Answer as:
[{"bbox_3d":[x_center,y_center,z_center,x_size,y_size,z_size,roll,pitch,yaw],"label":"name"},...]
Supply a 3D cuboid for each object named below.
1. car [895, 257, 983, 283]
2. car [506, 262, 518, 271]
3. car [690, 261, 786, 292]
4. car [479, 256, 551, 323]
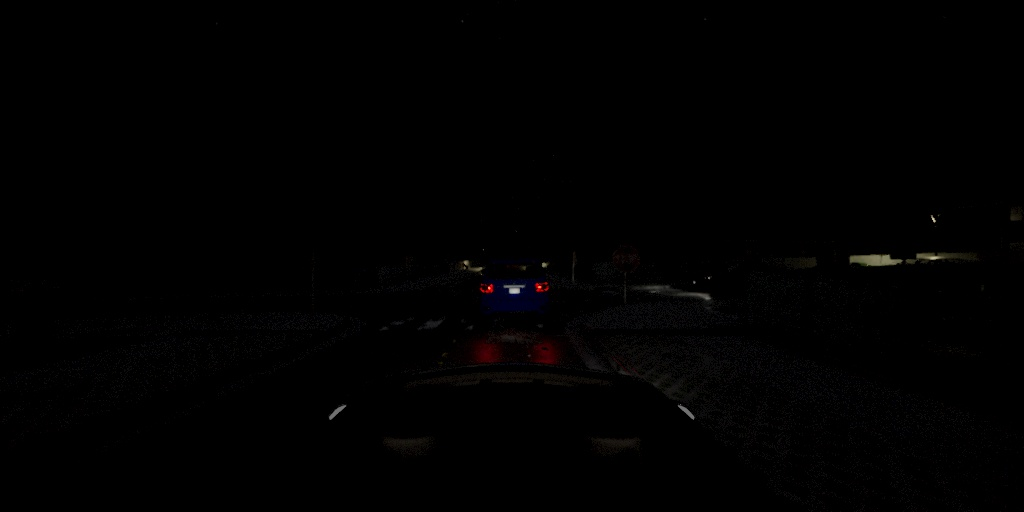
[{"bbox_3d":[21.685,0.769,18.631,5.357,1.411,2.033,-2,0,0],"label":"car"},{"bbox_3d":[0.002,1.760,60.442,1.895,1.301,4.718,0,0,0],"label":"car"},{"bbox_3d":[11.751,1.020,18.555,4.674,1.442,1.812,-2,0,0],"label":"car"},{"bbox_3d":[0.074,1.027,12.648,2.150,2.045,5.566,-1,1,0],"label":"car"}]
